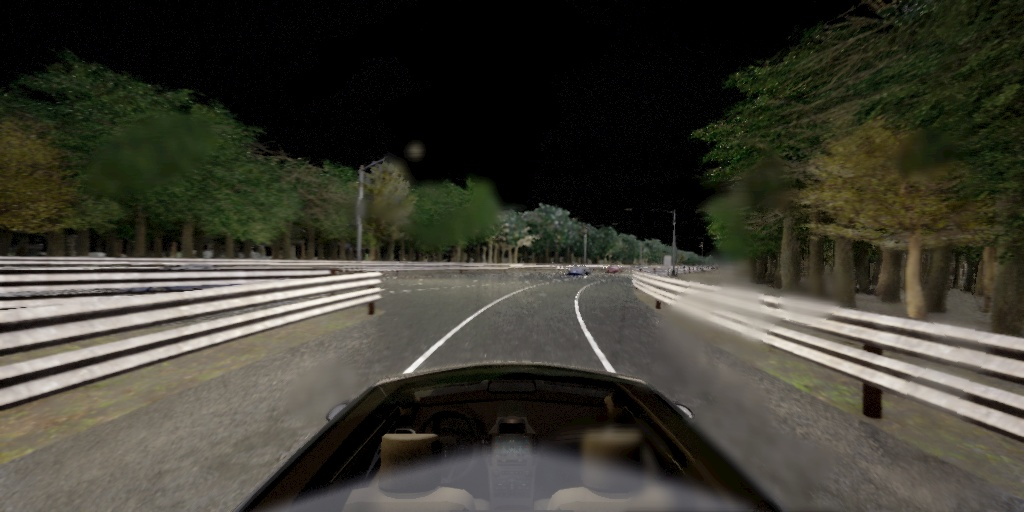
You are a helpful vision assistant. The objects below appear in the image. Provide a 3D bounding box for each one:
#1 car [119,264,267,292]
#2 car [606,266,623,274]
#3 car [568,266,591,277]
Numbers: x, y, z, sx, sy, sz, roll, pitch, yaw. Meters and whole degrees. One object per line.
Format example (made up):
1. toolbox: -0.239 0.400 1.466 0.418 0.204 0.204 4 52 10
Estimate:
1. car: -11.701 1.004 13.509 1.994 1.385 4.181 1 -1 32
2. car: 17.275 2.337 60.397 1.812 1.442 4.674 1 -1 32
3. car: 8.867 1.971 46.790 1.994 1.385 4.181 1 -1 32
